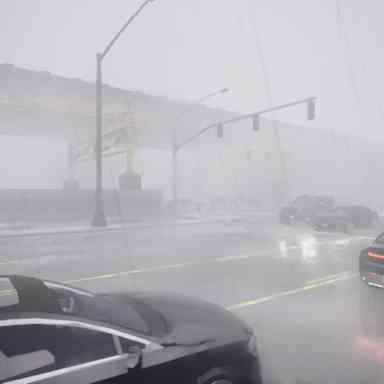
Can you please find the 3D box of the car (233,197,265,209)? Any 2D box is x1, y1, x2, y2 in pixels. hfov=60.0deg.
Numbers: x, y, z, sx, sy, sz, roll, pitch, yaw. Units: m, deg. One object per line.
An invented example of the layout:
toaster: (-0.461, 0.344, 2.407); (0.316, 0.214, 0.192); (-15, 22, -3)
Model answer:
car: (7.092, 1.280, 44.434); (4.536, 1.218, 1.853); (0, 0, -7)

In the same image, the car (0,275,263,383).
car: (-1.529, 1.491, 2.664); (4.902, 1.511, 2.128); (0, 0, -35)

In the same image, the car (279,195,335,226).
car: (8.148, 1.211, 22.849); (2.150, 2.045, 5.566); (1, 1, 43)

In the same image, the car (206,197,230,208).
car: (3.238, 1.282, 40.741); (1.853, 1.218, 4.536); (0, 0, 18)

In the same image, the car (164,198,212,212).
car: (-0.530, 1.442, 38.017); (4.974, 1.542, 2.038); (0, 0, 8)

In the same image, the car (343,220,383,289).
car: (5.901, 1.500, 7.947); (4.892, 1.490, 1.837); (0, 0, -35)

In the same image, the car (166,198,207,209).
car: (-0.582, 1.285, 38.024); (4.536, 1.218, 1.853); (0, 0, 8)

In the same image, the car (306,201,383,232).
car: (8.861, 1.469, 18.997); (5.008, 1.535, 1.882); (0, 1, -40)

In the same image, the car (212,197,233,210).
car: (3.222, 1.440, 40.692); (2.038, 1.542, 4.974); (0, 0, 18)

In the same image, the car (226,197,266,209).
car: (7.143, 1.437, 44.440); (4.974, 1.542, 2.038); (0, 0, -7)

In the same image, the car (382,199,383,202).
car: (22.581, 1.485, 37.864); (4.892, 1.490, 1.837); (0, 0, -37)
